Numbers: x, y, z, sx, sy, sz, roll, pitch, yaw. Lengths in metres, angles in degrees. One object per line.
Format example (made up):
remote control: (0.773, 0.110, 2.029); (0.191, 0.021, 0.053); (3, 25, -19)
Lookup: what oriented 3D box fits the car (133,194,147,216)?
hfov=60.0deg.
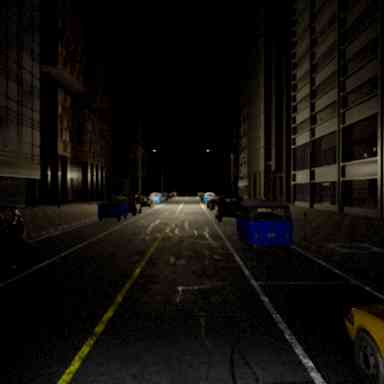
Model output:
car: (-5.768, 1.132, 30.196); (2.192, 1.841, 5.009); (0, 0, 0)

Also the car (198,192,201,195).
car: (2.750, 1.111, 69.643); (1.752, 1.417, 4.829); (0, 0, 0)

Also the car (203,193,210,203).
car: (2.755, 1.191, 41.427); (1.967, 1.590, 4.097); (0, 0, 0)

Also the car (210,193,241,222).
car: (2.759, 1.165, 24.599); (2.192, 1.841, 5.009); (0, 0, 0)

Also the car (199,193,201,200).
car: (2.752, 1.197, 58.255); (1.887, 1.381, 4.507); (0, 0, 0)

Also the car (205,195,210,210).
car: (2.756, 1.328, 35.819); (1.887, 1.381, 4.507); (0, 0, 0)

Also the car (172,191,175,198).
car: (-5.778, 1.053, 80.512); (1.752, 1.417, 4.829); (0, 0, 0)

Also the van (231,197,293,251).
van: (2.761, 1.259, 13.381); (1.690, 1.788, 3.998); (0, 0, 0)

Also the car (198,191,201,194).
car: (2.748, 1.080, 75.252); (1.752, 1.417, 4.829); (0, 0, 0)

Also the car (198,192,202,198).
car: (2.751, 1.186, 63.864); (1.947, 1.339, 4.313); (0, 0, 0)

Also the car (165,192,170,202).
car: (-5.774, 1.060, 63.854); (1.967, 1.590, 4.097); (0, 0, 0)

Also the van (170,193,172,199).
van: (-5.775, 0.928, 69.463); (1.690, 1.788, 3.998); (0, 0, 0)

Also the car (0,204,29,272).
car: (-5.763, 1.267, 7.759); (2.192, 1.841, 5.009); (0, 0, 0)

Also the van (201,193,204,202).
van: (2.753, 1.026, 52.644); (1.690, 1.788, 3.998); (0, 0, 0)

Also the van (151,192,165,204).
van: (-5.772, 1.026, 52.634); (1.690, 1.788, 3.998); (0, 0, 0)

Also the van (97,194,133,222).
van: (-5.767, 1.191, 24.587); (1.690, 1.788, 3.998); (0, 0, 0)

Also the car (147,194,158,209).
car: (-5.770, 1.301, 41.416); (2.008, 1.369, 4.403); (0, 0, 0)

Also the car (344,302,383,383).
car: (2.763, 1.510, 2.335); (1.752, 1.417, 4.829); (0, 0, 0)
